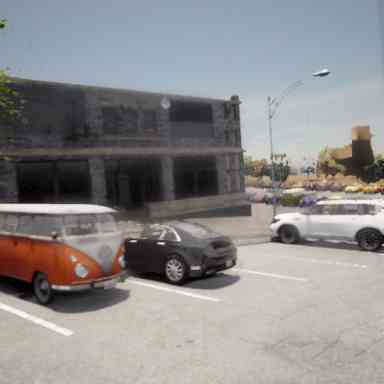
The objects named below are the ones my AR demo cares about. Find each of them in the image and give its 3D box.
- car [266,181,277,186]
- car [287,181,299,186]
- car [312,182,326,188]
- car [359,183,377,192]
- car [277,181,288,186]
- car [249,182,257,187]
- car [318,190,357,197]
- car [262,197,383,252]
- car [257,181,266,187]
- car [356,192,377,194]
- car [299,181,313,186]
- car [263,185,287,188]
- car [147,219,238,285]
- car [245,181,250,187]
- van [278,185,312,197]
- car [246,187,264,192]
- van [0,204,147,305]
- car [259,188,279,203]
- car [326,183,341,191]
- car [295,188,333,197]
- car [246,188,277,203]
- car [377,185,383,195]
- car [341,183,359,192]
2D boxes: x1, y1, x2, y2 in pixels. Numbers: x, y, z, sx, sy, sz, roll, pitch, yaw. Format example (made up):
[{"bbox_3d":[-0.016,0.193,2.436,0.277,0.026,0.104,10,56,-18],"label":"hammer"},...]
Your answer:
[{"bbox_3d":[18.467,-1.449,70.217,2.097,1.535,5.008,1,5,44],"label":"car"},{"bbox_3d":[21.282,-1.216,65.084,1.946,1.575,5.366,1,5,43],"label":"car"},{"bbox_3d":[23.903,-0.914,59.706,2.002,1.452,4.674,1,5,42],"label":"car"},{"bbox_3d":[28.264,-0.614,52.044,1.946,1.575,5.366,1,5,41],"label":"car"},{"bbox_3d":[19.827,-1.451,67.590,2.185,1.767,4.553,2,6,43],"label":"car"},{"bbox_3d":[15.873,-1.679,75.555,2.163,1.488,4.792,1,5,44],"label":"car"},{"bbox_3d":[16.031,1.124,36.572,1.946,1.575,5.366,0,6,40],"label":"car"},{"bbox_3d":[6.372,1.379,14.899,5.566,2.045,2.435,-1,-1,35],"label":"car"},{"bbox_3d":[17.137,-1.545,72.844,2.163,1.488,4.792,2,6,44],"label":"car"},{"bbox_3d":[17.242,1.308,33.767,2.163,1.488,4.792,1,6,40],"label":"car"},{"bbox_3d":[22.496,-1.199,62.292,2.185,1.767,4.553,1,5,43],"label":"car"},{"bbox_3d":[13.279,0.217,50.993,1.837,1.490,4.892,-5,5,-28],"label":"car"},{"bbox_3d":[-1.039,1.537,9.695,4.892,1.521,2.231,-1,-1,35],"label":"car"},{"bbox_3d":[13.282,-1.967,80.860,2.097,1.535,5.008,1,5,45],"label":"car"},{"bbox_3d":[13.003,0.679,41.759,1.878,1.987,4.442,0,6,41],"label":"van"},{"bbox_3d":[8.611,0.598,49.642,2.002,1.452,4.674,0,6,42],"label":"car"},{"bbox_3d":[-3.424,1.277,7.915,4.442,1.987,1.878,-1,-1,35],"label":"van"},{"bbox_3d":[11.478,0.799,44.326,2.231,1.521,4.892,0,6,41],"label":"car"},{"bbox_3d":[25.302,-0.793,57.099,2.002,1.452,4.674,1,5,42],"label":"car"},{"bbox_3d":[14.391,0.909,39.022,2.185,1.767,4.553,0,6,40],"label":"car"},{"bbox_3d":[10.047,0.718,46.983,2.002,1.452,4.674,1,6,41],"label":"car"},{"bbox_3d":[29.557,-0.603,49.289,2.185,1.767,4.553,1,5,41],"label":"car"},{"bbox_3d":[26.597,-0.704,54.356,1.946,1.575,5.366,2,5,42],"label":"car"}]
